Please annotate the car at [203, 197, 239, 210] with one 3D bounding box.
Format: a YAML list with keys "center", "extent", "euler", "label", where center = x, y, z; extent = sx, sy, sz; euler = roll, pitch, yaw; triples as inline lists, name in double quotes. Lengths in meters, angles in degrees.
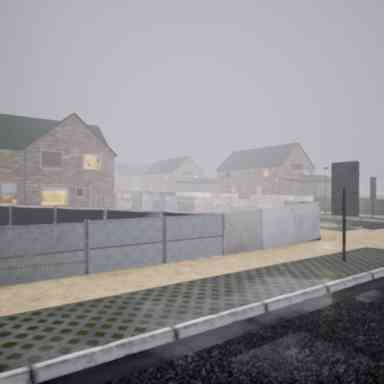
- center: [2.724, 1.141, 33.831]
  extent: [1.895, 1.301, 4.718]
  euler: [0, 1, -36]
  label: "car"

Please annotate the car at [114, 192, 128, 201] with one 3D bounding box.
- center: [-12.093, 0.710, 54.202]
  extent: [1.994, 1.385, 4.181]
  euler: [0, 1, -36]
  label: "car"
